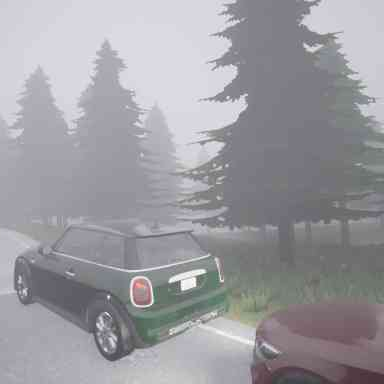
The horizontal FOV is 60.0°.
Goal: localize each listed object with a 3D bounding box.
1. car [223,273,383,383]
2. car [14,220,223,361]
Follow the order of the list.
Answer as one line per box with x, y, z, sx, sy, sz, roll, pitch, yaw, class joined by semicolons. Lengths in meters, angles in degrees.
2.749;1.531;2.595;4.674;1.442;1.812;1;0;36;car
-1.577;1.308;6.219;4.553;1.767;2.097;1;1;44;car
